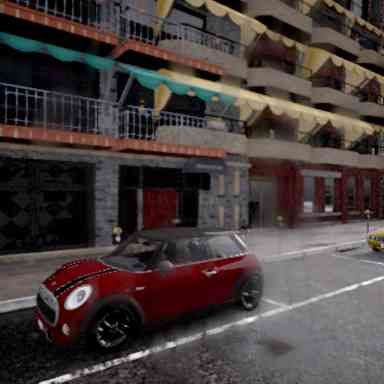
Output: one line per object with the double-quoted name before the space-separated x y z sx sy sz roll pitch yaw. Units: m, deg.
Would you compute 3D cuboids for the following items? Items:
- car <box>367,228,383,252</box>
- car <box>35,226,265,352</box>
"car" 8.449 1.486 12.566 4.829 1.417 1.752 0 1 -35
"car" -0.617 1.432 6.102 4.097 1.590 1.967 0 1 -35
